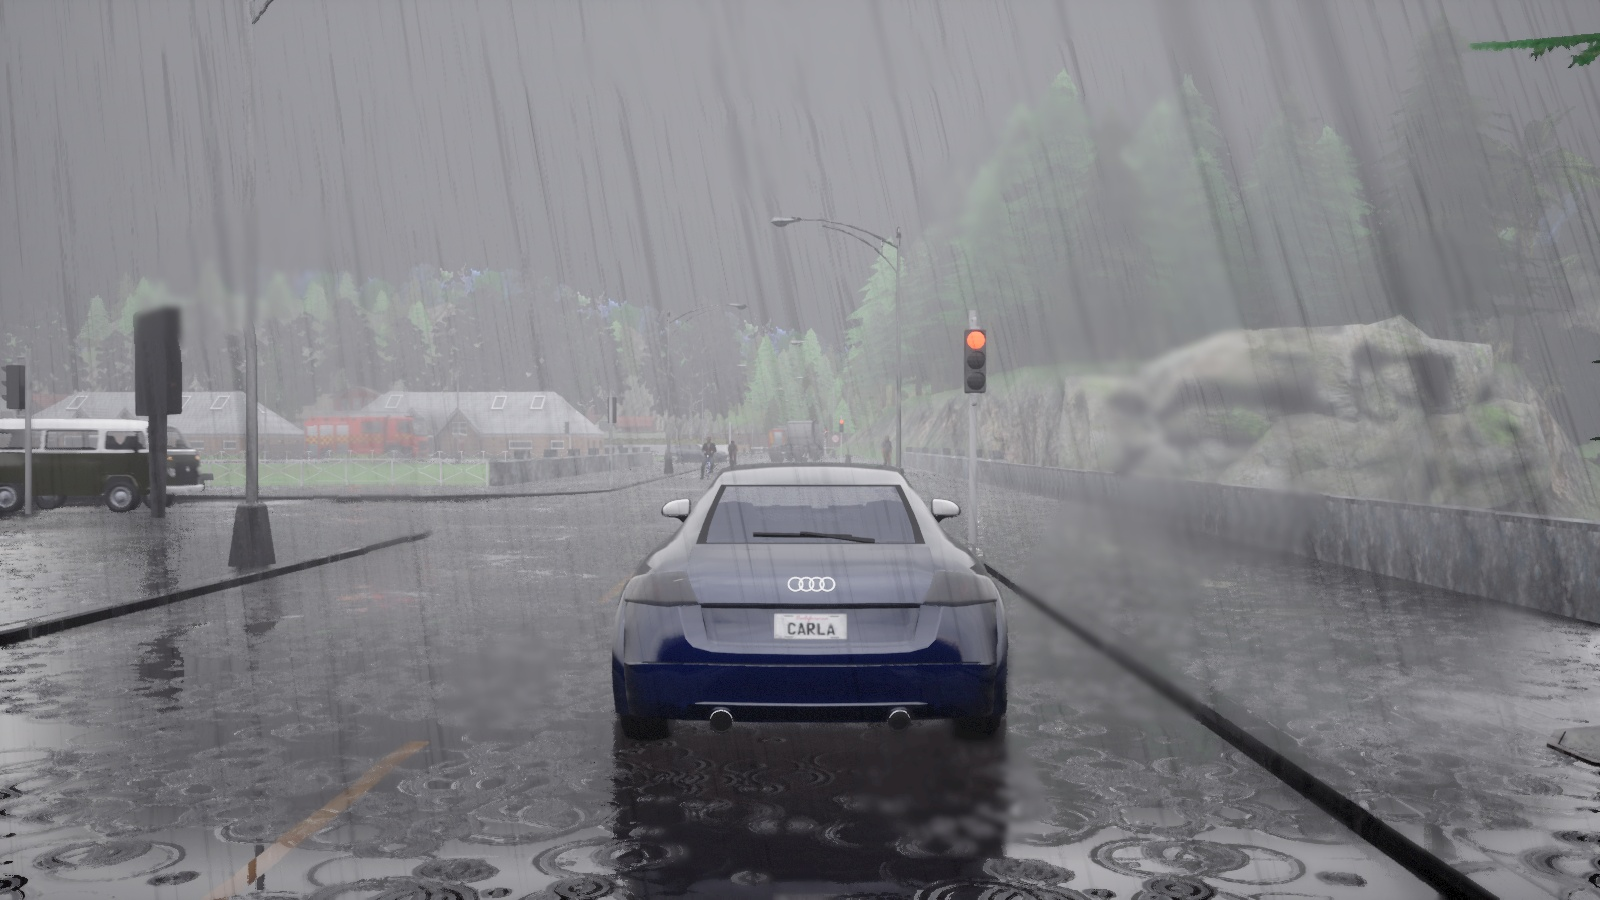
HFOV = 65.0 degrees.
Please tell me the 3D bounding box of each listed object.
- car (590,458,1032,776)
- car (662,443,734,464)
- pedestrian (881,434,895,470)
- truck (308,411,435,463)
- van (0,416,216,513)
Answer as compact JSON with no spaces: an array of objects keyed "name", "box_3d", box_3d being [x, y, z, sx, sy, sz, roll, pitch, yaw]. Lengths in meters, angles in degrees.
[{"name":"car","box_3d":[0.066,0.767,7.763,1.994,1.385,4.181,0,0,1]},{"name":"car","box_3d":[-7.487,0.220,92.160,4.792,1.488,2.163,0,0,18]},{"name":"pedestrian","box_3d":[4.550,0.094,64.934,0.540,1.848,0.694,0,0,-13]},{"name":"truck","box_3d":[-31.722,-0.970,93.156,8.468,3.827,2.891,0,0,0]},{"name":"van","box_3d":[-15.482,0.303,27.424,4.480,2.038,2.069,0,0,0]}]
